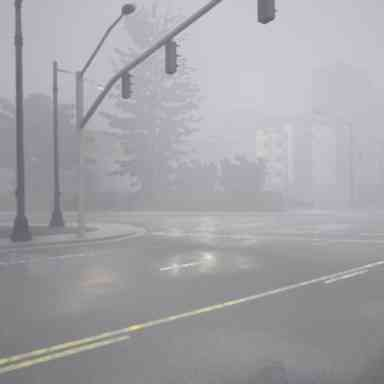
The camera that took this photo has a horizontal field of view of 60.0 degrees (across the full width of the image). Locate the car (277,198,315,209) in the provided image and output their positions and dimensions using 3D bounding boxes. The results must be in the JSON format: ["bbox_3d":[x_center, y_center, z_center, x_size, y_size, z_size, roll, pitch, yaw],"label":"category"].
[{"bbox_3d":[12.173,1.322,39.499,1.895,1.301,4.718,-1,1,-35],"label":"car"}]
